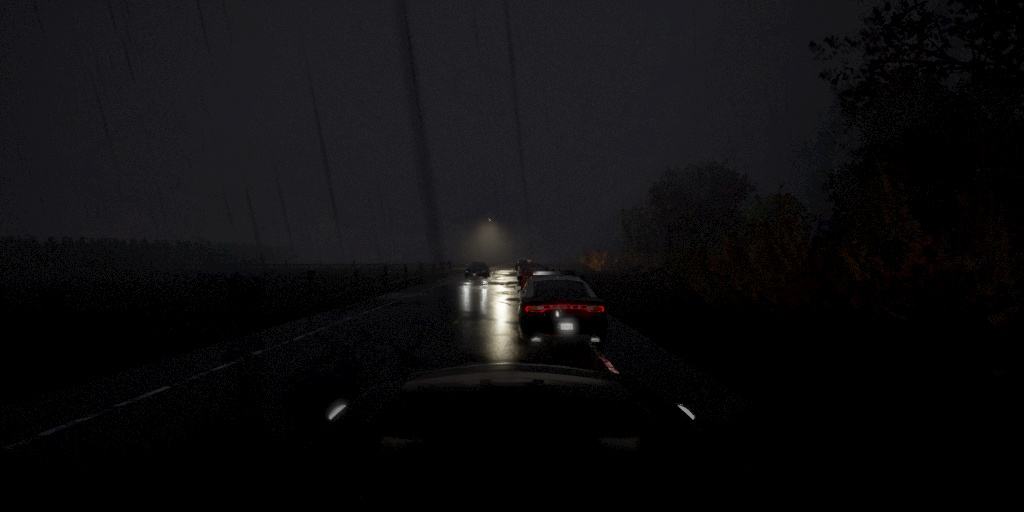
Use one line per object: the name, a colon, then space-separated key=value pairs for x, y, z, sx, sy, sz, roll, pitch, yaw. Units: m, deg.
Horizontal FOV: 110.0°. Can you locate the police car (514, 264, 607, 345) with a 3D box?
police car: x=1.101 y=1.173 z=9.597 sx=1.930 sy=1.638 sz=5.238 roll=0 pitch=0 yaw=1

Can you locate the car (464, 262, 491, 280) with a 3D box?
car: x=-2.994 y=1.261 z=31.745 sx=1.812 sy=1.442 sz=4.674 roll=0 pitch=0 yaw=2

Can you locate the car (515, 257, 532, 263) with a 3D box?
car: x=1.458 y=1.227 z=49.185 sx=1.837 sy=1.490 sz=4.892 roll=0 pitch=0 yaw=4

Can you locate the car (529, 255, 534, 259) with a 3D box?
car: x=2.167 y=1.062 z=61.116 sx=2.097 sy=1.767 sz=4.553 roll=0 pitch=0 yaw=4

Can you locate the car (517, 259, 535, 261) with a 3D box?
car: x=1.428 y=1.218 z=25.431 sx=1.882 sy=1.535 sz=5.008 roll=0 pitch=0 yaw=2

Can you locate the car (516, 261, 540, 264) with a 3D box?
car: x=1.270 y=1.222 z=19.452 sx=1.882 sy=1.535 sz=5.008 roll=0 pitch=0 yaw=1
